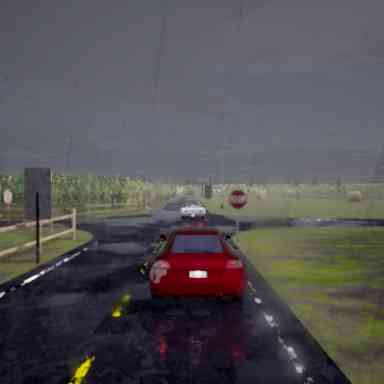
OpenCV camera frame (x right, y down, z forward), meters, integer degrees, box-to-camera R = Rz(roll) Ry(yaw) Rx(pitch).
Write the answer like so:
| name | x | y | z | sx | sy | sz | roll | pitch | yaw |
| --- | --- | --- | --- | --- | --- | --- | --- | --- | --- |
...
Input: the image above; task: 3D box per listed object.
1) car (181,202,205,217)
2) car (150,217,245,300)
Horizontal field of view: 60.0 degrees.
| name | x | y | z | sx | sy | sz | roll | pitch | yaw |
| --- | --- | --- | --- | --- | --- | --- | --- | --- | --- |
| car | 0.089 | 1.530 | 28.329 | 1.895 | 1.301 | 4.718 | 0 | 0 | 0 |
| car | 0.099 | 1.550 | 8.383 | 1.994 | 1.385 | 4.181 | 0 | 0 | 0 |
